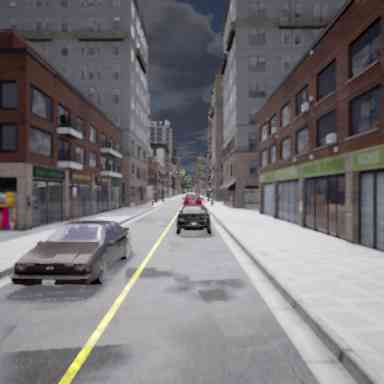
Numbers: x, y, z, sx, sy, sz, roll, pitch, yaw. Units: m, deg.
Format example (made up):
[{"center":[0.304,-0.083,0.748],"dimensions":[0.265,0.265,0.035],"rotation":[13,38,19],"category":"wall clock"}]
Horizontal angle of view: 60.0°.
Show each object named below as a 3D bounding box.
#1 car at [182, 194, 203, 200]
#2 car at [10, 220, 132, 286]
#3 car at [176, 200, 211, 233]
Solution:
[{"center":[0.092,1.243,38.283],"dimensions":[2.150,2.045,5.566],"rotation":[0,0,0],"category":"car"},{"center":[-3.039,1.550,9.748],"dimensions":[2.033,1.411,5.357],"rotation":[0,0,1],"category":"car"},{"center":[0.096,1.485,19.624],"dimensions":[1.882,1.535,5.008],"rotation":[0,0,0],"category":"car"}]
